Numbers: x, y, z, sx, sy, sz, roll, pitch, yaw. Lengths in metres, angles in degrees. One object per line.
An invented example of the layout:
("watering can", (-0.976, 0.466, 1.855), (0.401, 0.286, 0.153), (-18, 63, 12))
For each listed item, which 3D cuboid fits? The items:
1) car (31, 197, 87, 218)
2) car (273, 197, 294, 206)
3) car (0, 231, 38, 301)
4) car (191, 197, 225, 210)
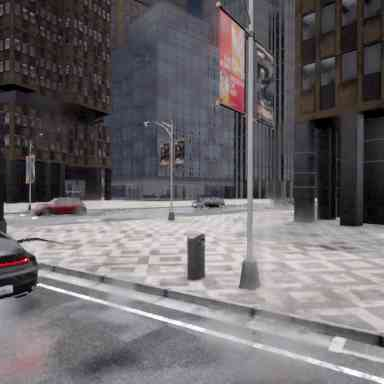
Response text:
("car", (-11.907, 1.293, 29.851), (4.553, 1.767, 2.097), (0, 0, -41))
("car", (14.827, 1.445, 53.197), (4.181, 1.385, 1.994), (0, 0, -41))
("car", (-5.332, 1.503, 7.253), (4.892, 1.490, 1.837), (0, 0, 34))
("car", (2.086, 1.443, 42.133), (4.902, 1.511, 2.128), (0, 0, -41))
